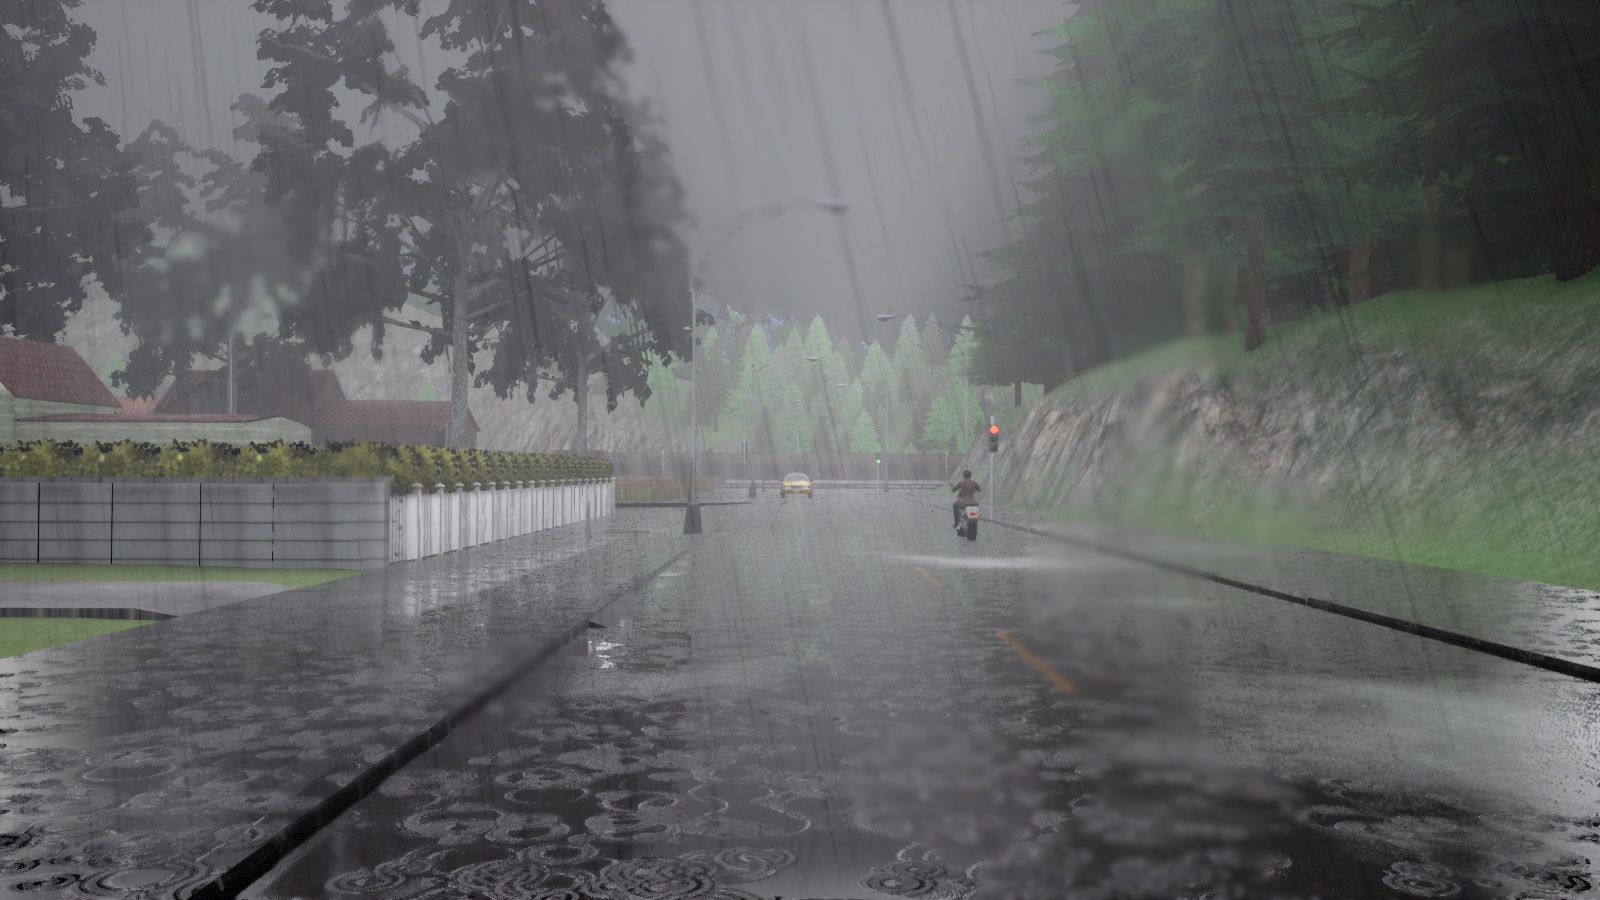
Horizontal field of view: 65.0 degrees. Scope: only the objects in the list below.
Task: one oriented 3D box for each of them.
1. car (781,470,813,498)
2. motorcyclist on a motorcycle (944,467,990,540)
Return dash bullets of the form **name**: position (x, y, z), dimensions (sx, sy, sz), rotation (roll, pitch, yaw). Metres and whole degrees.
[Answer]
- **car**: position (-0.184, 1.989, 73.693), dimensions (1.801, 1.575, 5.366), rotation (0, -1, 0)
- **motorcyclist on a motorcycle**: position (3.926, 1.246, 29.661), dimensions (0.766, 1.649, 2.350), rotation (0, -1, 0)
